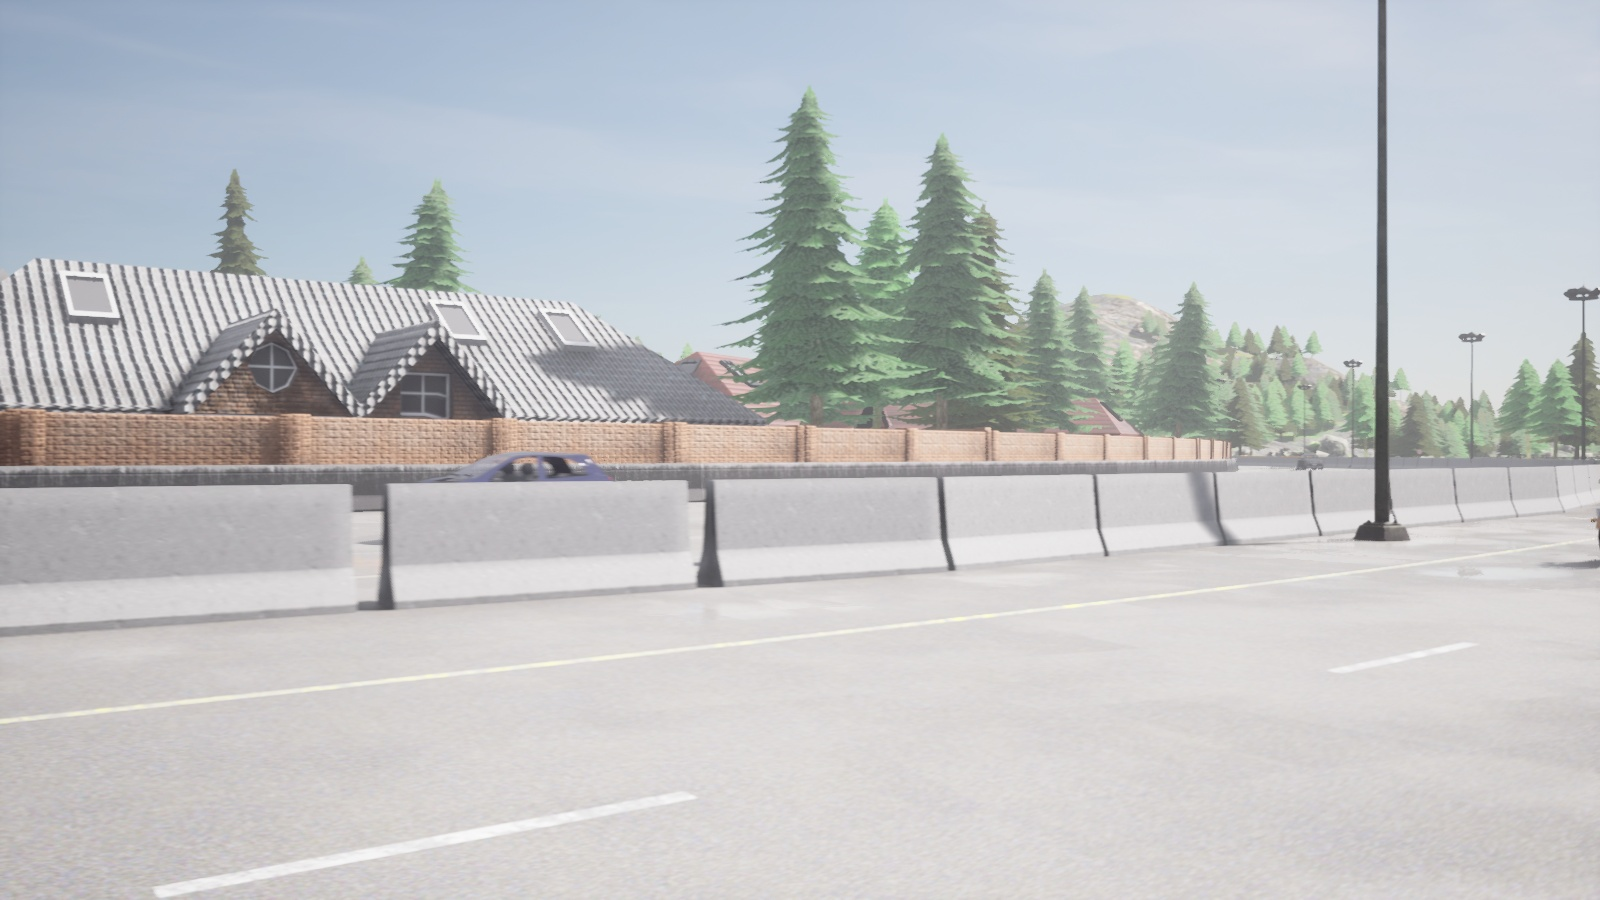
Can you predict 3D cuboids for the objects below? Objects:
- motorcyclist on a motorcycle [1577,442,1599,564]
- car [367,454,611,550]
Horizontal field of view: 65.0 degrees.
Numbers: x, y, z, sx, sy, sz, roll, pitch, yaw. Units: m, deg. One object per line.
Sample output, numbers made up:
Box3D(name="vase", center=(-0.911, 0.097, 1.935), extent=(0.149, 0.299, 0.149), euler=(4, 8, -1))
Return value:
Box3D(name="motorcyclist on a motorcycle", center=(11.793, 0.716, 17.722), extent=(2.350, 1.649, 0.766), euler=(0, -1, -42))
Box3D(name="car", center=(-5.304, 0.830, 21.592), extent=(3.633, 1.501, 1.845), euler=(0, 0, -38))
